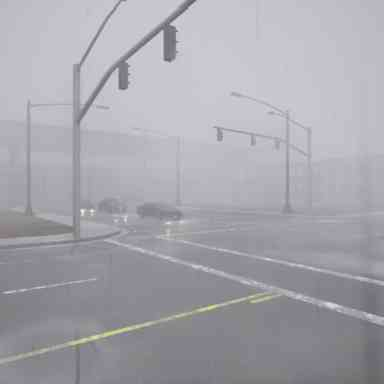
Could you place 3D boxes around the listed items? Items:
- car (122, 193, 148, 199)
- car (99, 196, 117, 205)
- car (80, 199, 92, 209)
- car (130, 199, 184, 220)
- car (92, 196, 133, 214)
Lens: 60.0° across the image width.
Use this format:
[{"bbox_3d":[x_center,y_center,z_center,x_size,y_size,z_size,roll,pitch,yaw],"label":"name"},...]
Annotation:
[{"bbox_3d":[-12.303,1.223,69.377,2.150,2.045,5.566,0,0,29],"label":"car"},{"bbox_3d":[-14.992,1.526,59.810,1.812,1.442,4.674,0,0,3],"label":"car"},{"bbox_3d":[-14.467,1.564,44.388,1.994,1.385,4.181,0,0,-32],"label":"car"},{"bbox_3d":[-2.887,1.547,28.251,2.033,1.411,5.357,0,0,-36],"label":"car"},{"bbox_3d":[-8.759,1.491,36.239,2.128,1.511,4.902,0,0,-36],"label":"car"}]
